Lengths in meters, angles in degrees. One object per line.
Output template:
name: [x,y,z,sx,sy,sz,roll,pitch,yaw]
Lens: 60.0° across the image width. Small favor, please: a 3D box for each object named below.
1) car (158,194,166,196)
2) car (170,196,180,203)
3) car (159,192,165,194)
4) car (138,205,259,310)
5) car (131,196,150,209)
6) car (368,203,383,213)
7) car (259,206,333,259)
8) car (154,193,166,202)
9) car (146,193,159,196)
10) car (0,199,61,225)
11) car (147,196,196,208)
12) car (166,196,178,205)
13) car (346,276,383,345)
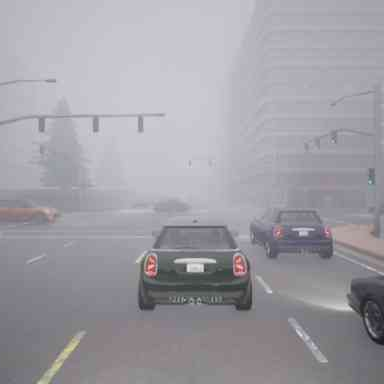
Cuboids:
car: [-3.620,1.467,51.039,2.128,1.511,4.902,0,0,0]
car: [-3.532,1.561,71.058,1.895,1.301,4.718,0,0,0]
car: [-7.077,1.191,63.878,2.150,2.045,5.566,0,0,0]
car: [0.067,1.348,7.948,2.097,1.767,4.553,0,0,0]
car: [-7.121,1.579,45.569,1.895,1.301,4.718,0,0,0]
car: [19.922,1.477,32.423,5.357,1.411,2.033,0,0,-18]
car: [3.581,1.346,12.788,2.097,1.767,4.553,0,0,0]
car: [-7.033,1.190,74.523,2.150,2.045,5.566,0,0,0]
car: [-7.114,1.326,54.464,2.097,1.767,4.553,0,0,0]
car: [-11.549,1.305,23.086,4.553,1.767,2.097,1,0,0]
car: [-1.929,1.457,33.989,2.128,1.511,4.902,0,0,32]
car: [-3.598,1.535,60.927,1.994,1.385,4.181,0,0,0]
car: [3.597,1.546,3.313,2.033,1.411,5.357,0,0,0]
